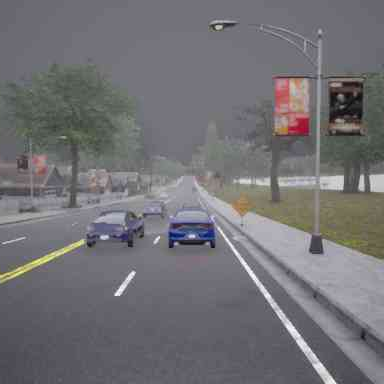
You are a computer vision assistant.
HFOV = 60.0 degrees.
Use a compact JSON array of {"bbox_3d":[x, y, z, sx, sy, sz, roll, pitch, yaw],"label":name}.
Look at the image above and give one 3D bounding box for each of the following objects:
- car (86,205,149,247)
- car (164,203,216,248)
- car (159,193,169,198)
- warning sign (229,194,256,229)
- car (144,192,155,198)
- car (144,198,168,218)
[{"bbox_3d":[-3.249,1.512,14.663,1.812,1.442,4.674,0,0,0],"label":"car"},{"bbox_3d":[0.001,1.464,14.662,1.882,1.535,5.008,0,0,0],"label":"car"},{"bbox_3d":[-6.499,0.919,76.763,1.812,1.442,4.674,0,1,0],"label":"car"},{"bbox_3d":[2.888,1.086,19.133,1.300,1.860,1.060,2,2,0],"label":"warning sign"},{"bbox_3d":[-9.749,0.749,76.789,2.097,1.767,4.553,0,1,0],"label":"car"},{"bbox_3d":[-3.249,1.505,29.674,2.033,1.411,5.357,0,0,0],"label":"car"}]
